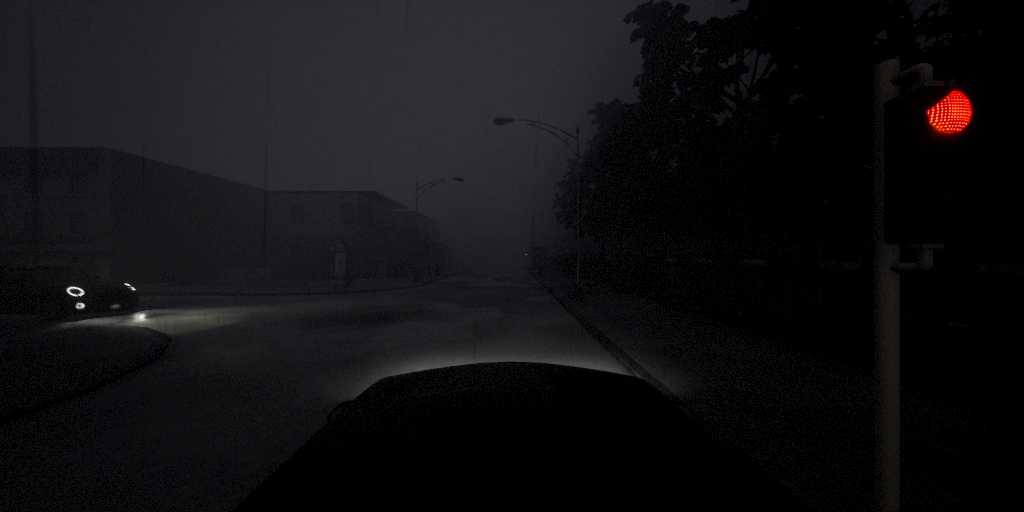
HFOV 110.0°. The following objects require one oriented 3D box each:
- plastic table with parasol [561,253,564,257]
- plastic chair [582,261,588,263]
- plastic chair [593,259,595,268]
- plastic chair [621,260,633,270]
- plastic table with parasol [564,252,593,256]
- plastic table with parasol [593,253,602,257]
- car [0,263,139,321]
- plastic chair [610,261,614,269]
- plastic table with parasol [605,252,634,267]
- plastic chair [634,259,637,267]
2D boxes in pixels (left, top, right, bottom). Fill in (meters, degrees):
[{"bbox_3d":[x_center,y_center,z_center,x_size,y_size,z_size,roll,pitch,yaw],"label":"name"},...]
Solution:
[{"bbox_3d":[10.723,0.705,62.374,2.482,2.480,2.482,0,0,-40],"label":"plastic table with parasol"},{"bbox_3d":[10.738,1.310,52.936,0.750,1.272,0.730,0,0,-40],"label":"plastic chair"},{"bbox_3d":[13.755,1.304,58.518,0.730,1.272,0.750,0,0,-35],"label":"plastic chair"},{"bbox_3d":[16.056,1.296,50.192,0.750,1.272,0.730,0,0,-40],"label":"plastic chair"},{"bbox_3d":[10.007,0.684,53.933,2.482,2.480,2.482,0,0,-40],"label":"plastic table with parasol"},{"bbox_3d":[14.707,0.673,59.405,2.482,2.480,2.482,0,0,-42],"label":"plastic table with parasol"},{"bbox_3d":[-15.439,1.102,11.940,4.553,1.767,2.097,0,0,0],"label":"car"},{"bbox_3d":[14.350,1.306,50.290,0.730,1.272,0.750,0,0,-35],"label":"plastic chair"},{"bbox_3d":[15.324,0.694,51.191,2.482,2.480,2.482,0,0,-40],"label":"plastic table with parasol"},{"bbox_3d":[18.680,1.161,54.638,0.750,1.272,0.730,0,0,-39],"label":"plastic chair"}]
